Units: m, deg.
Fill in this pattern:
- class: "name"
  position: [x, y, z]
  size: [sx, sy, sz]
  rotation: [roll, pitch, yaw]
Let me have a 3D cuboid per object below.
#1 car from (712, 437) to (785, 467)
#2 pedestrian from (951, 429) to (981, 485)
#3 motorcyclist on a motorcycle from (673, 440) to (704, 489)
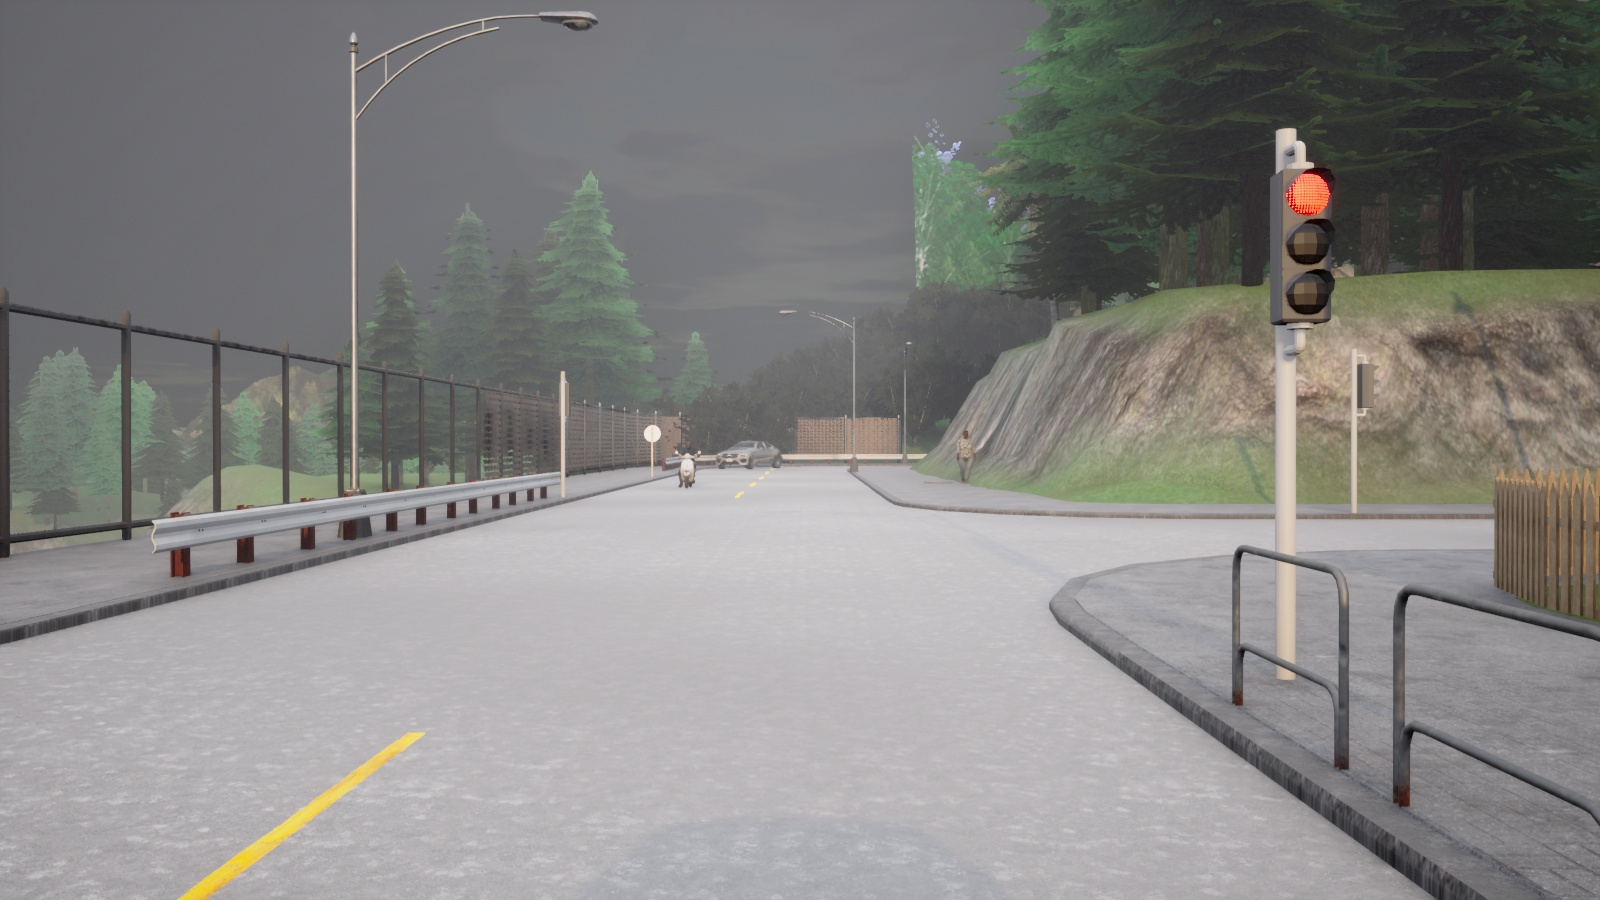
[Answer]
- class: "car"
  position: [-2.911, 0.116, 72.297]
  size: [2.152, 1.651, 5.027]
  rotation: [0, 0, 25]
- class: "pedestrian"
  position: [5.584, 0.222, 42.282]
  size: [0.874, 1.855, 0.900]
  rotation: [0, 0, 0]
- class: "motorcyclist on a motorcycle"
  position: [-3.707, 0.461, 41.817]
  size: [0.866, 1.590, 1.817]
  rotation: [0, 0, 0]
